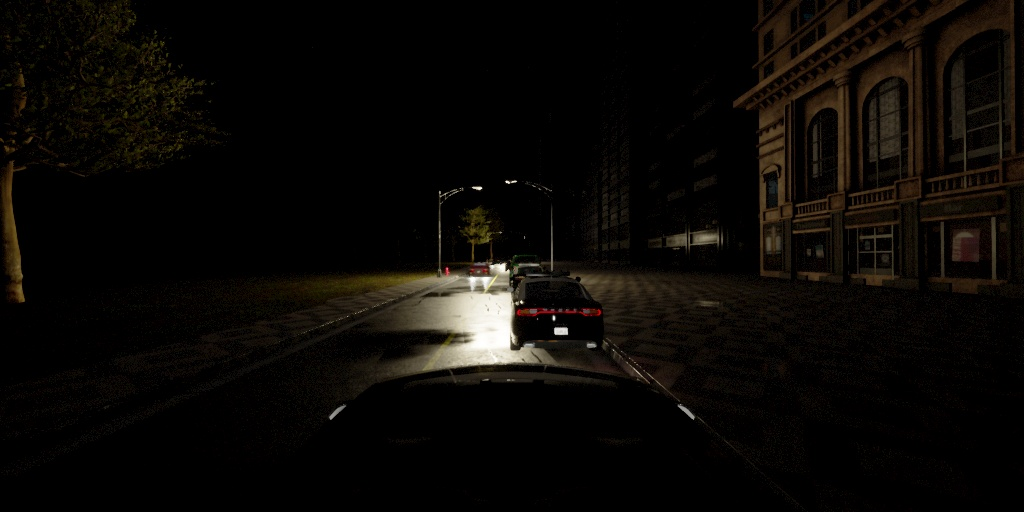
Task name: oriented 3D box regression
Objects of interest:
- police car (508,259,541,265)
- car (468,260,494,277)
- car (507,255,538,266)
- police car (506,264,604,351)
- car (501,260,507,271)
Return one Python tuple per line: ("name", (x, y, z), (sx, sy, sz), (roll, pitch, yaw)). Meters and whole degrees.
("police car", (0.900, 1.170, 19.156), (1.930, 1.638, 5.238), (0, 0, 0))
("car", (-3.100, 1.290, 35.148), (1.994, 1.385, 4.181), (0, 0, 0))
("car", (0.897, 0.963, 25.076), (2.150, 2.045, 5.566), (0, 0, 0))
("police car", (0.900, 1.175, 9.155), (1.930, 1.638, 5.238), (0, 0, 0))
("car", (0.022, 1.253, 46.607), (2.033, 1.411, 5.357), (0, 0, 1))
